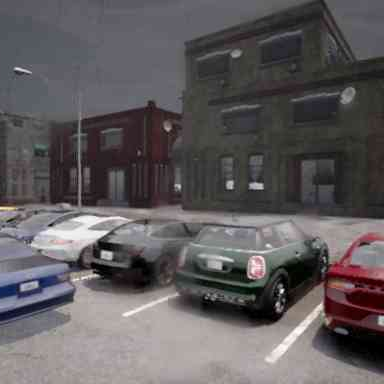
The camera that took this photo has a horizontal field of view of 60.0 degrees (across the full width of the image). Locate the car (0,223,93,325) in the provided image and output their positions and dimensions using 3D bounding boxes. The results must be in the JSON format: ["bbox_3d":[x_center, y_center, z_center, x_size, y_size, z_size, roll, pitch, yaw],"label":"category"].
[{"bbox_3d":[-4.578,1.503,6.647,5.357,1.411,2.033,0,0,36],"label":"car"}]

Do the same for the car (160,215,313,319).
[{"bbox_3d":[1.643,1.335,7.746,2.185,1.767,4.553,0,0,36],"label":"car"}]

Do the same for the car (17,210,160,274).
[{"bbox_3d":[-2.858,1.470,10.996,2.002,1.452,4.674,0,0,36],"label":"car"}]

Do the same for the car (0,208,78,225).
[{"bbox_3d":[-5.089,1.445,12.556,2.163,1.488,4.792,0,0,36],"label":"car"}]

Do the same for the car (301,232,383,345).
[{"bbox_3d":[3.901,1.478,6.166,2.097,1.535,5.008,0,0,36],"label":"car"}]
